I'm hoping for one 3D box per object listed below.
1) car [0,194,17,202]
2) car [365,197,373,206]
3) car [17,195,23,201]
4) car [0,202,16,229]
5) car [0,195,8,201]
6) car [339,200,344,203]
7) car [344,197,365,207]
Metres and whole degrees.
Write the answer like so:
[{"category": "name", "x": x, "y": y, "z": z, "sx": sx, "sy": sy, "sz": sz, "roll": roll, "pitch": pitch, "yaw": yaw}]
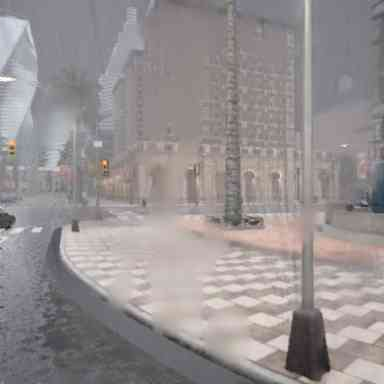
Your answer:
[{"category": "car", "x": -38.133, "y": 1.473, "z": 68.767, "sx": 1.837, "sy": 1.490, "sz": 4.892, "roll": 0, "pitch": 0, "yaw": -21}, {"category": "car", "x": 26.325, "y": 1.489, "z": 44.794, "sx": 4.902, "sy": 1.511, "sz": 2.128, "roll": 0, "pitch": 0, "yaw": -21}, {"category": "car", "x": -43.906, "y": 1.472, "z": 84.103, "sx": 2.033, "sy": 1.411, "sz": 5.357, "roll": 0, "pitch": 0, "yaw": -21}, {"category": "car", "x": -11.458, "y": 1.540, "z": 18.555, "sx": 2.033, "sy": 1.411, "sz": 5.357, "roll": 0, "pitch": 0, "yaw": -15}, {"category": "car", "x": -47.168, "y": 1.484, "z": 82.834, "sx": 1.994, "sy": 1.385, "sz": 4.181, "roll": 0, "pitch": 0, "yaw": -21}, {"category": "car", "x": 25.315, "y": 1.487, "z": 52.003, "sx": 4.902, "sy": 1.511, "sz": 2.128, "roll": 0, "pitch": 0, "yaw": -21}, {"category": "car", "x": 25.056, "y": 1.488, "z": 48.056, "sx": 4.902, "sy": 1.511, "sz": 2.128, "roll": 0, "pitch": 0, "yaw": -21}]
